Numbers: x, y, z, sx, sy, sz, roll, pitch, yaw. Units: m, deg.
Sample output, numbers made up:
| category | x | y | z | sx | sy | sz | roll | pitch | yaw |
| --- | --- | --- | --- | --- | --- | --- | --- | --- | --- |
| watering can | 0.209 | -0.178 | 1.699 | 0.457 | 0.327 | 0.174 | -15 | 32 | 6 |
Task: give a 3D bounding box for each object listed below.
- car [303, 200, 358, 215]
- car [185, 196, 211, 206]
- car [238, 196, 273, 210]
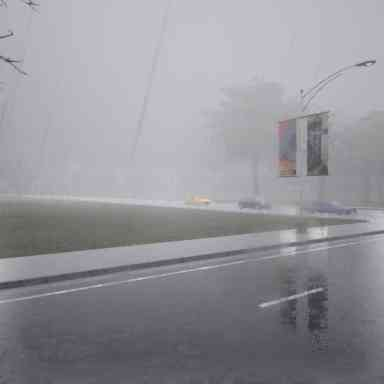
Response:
| category | x | y | z | sx | sy | sz | roll | pitch | yaw |
| --- | --- | --- | --- | --- | --- | --- | --- | --- | --- |
| car | 13.771 | 1.551 | 33.732 | 2.033 | 1.411 | 5.357 | 0 | 0 | -36 |
| car | 0.878 | 1.410 | 51.386 | 1.882 | 1.535 | 5.008 | 0 | 0 | -36 |
| car | 7.931 | 1.320 | 41.724 | 2.097 | 1.767 | 4.553 | 0 | 0 | -36 |
